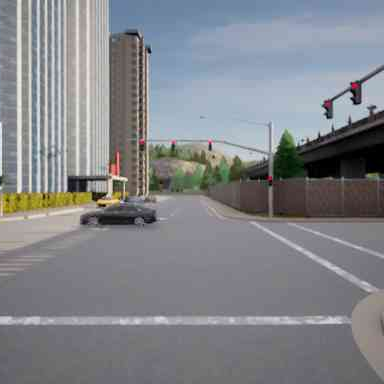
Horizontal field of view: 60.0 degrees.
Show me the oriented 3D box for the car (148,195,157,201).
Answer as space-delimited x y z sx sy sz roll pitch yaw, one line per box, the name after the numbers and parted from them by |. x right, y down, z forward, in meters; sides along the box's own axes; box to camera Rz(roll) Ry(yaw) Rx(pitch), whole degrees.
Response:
-7.065 1.294 57.193 1.812 1.442 4.674 0 0 0 | car

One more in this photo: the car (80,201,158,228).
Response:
-4.639 1.508 21.359 4.892 1.490 1.837 0 0 0 | car

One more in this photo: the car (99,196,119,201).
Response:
-10.587 1.307 41.967 1.882 1.535 5.008 0 0 0 | car

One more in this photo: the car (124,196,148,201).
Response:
-7.088 1.355 41.946 1.812 1.442 4.674 0 0 0 | car

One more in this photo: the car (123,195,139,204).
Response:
-10.560 1.329 57.794 1.994 1.385 4.181 0 0 0 | car
